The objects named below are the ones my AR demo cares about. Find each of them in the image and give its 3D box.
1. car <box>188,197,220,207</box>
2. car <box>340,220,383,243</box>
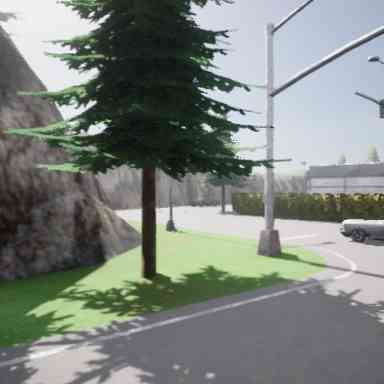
[{"bbox_3d":[1.887,1.511,50.373,5.357,1.411,2.033,0,0,-41],"label":"car"},{"bbox_3d":[8.998,1.579,14.385,4.718,1.301,1.895,0,0,31],"label":"car"}]
